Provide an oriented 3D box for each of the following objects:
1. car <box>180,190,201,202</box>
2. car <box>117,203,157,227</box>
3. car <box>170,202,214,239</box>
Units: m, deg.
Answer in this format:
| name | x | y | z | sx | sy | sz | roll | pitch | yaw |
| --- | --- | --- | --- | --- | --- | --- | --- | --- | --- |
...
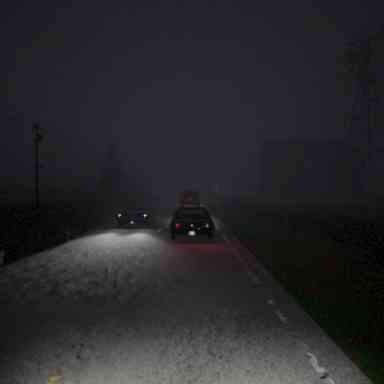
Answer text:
| name | x | y | z | sx | sy | sz | roll | pitch | yaw |
| --- | --- | --- | --- | --- | --- | --- | --- | --- | --- |
| car | -0.224 | 0.761 | 37.614 | 2.150 | 2.045 | 5.566 | 0 | 1 | 0 |
| car | -3.358 | 1.366 | 20.791 | 1.895 | 1.301 | 4.718 | 0 | 1 | 0 |
| car | -0.018 | 1.401 | 16.123 | 1.895 | 1.301 | 4.718 | 0 | 1 | 0 |
